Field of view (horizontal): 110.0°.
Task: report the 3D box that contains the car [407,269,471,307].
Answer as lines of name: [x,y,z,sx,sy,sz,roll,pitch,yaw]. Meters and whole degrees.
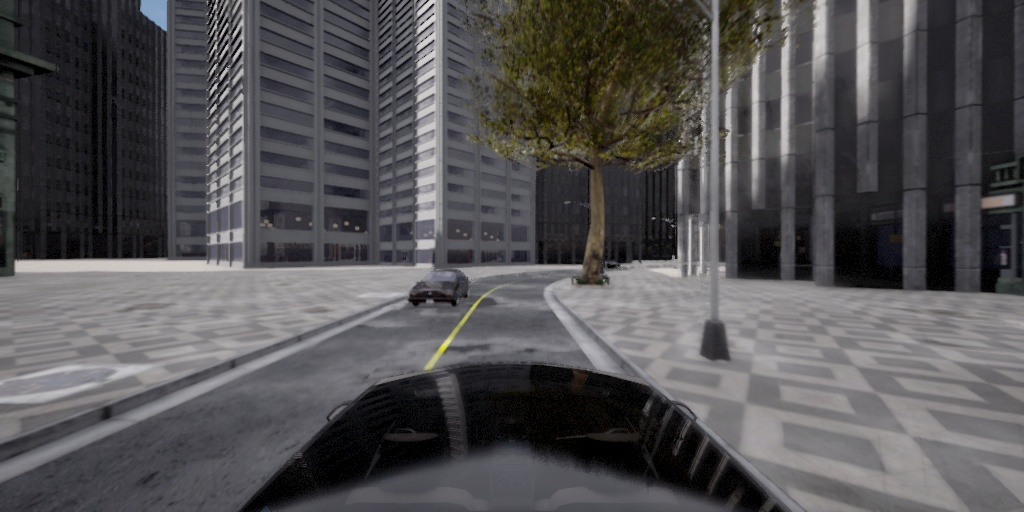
car: [-3.006,1.313,15.993,2.033,1.411,5.357,0,0,1]

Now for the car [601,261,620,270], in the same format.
car: [14.122,1.347,53.491,4.718,1.301,1.895,0,0,-42]
